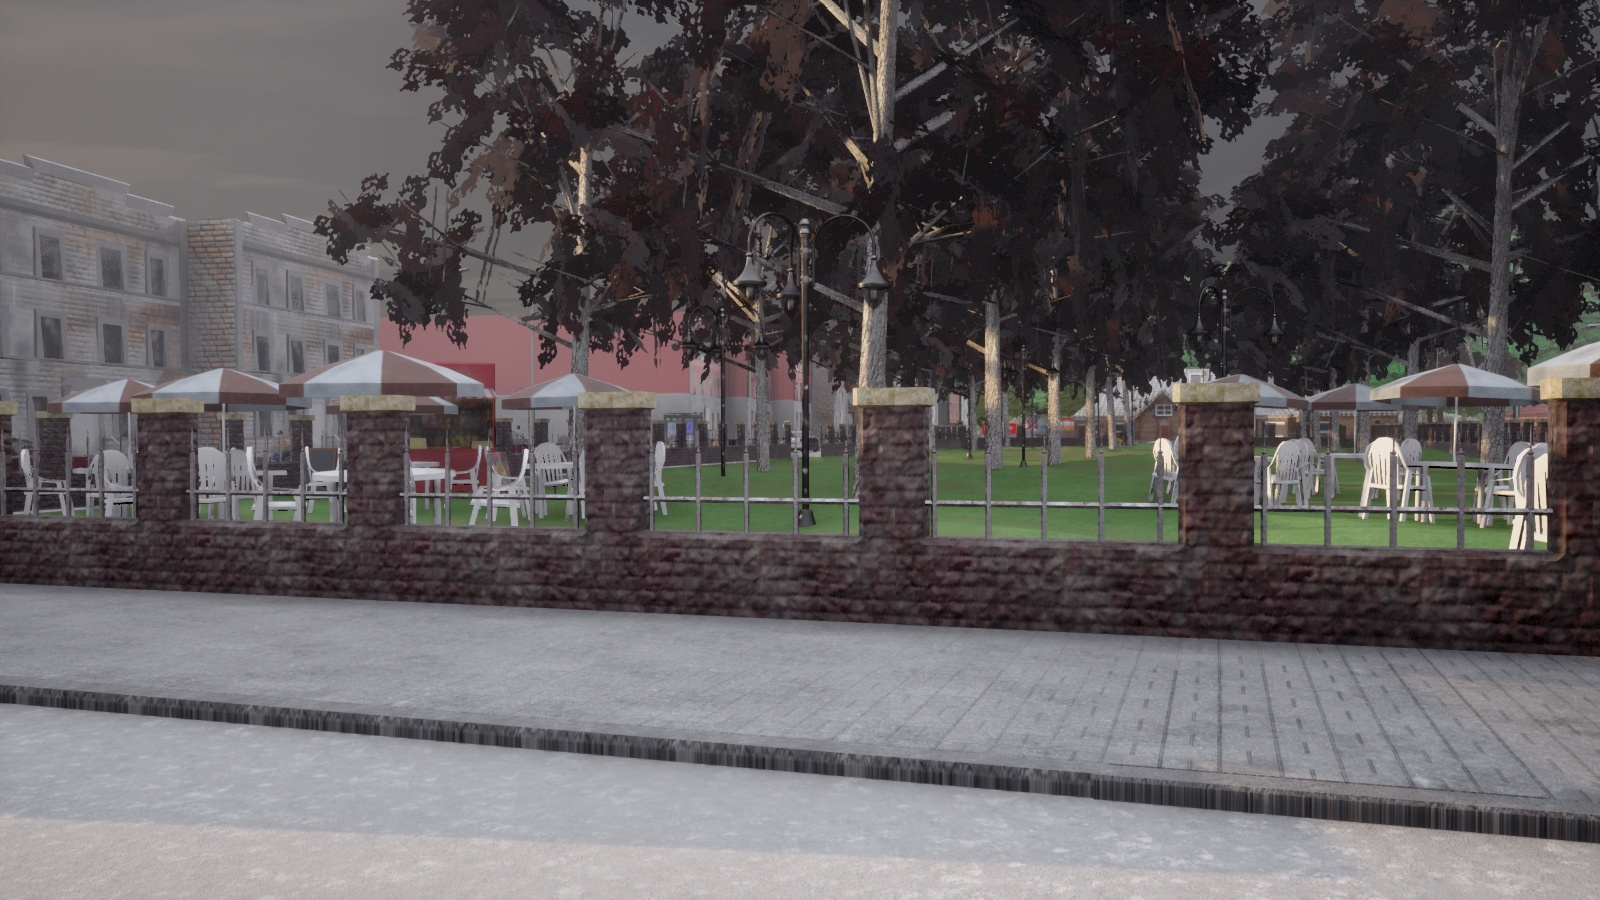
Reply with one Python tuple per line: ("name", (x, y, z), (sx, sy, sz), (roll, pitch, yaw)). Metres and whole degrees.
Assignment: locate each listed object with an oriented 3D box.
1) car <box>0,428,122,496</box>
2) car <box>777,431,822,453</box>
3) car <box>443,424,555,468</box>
("car", (-18.758, 0.261, 29.528), (1.882, 1.535, 5.008), (1, 1, 19))
("car", (-0.002, -0.583, 85.850), (1.970, 1.475, 3.806), (1, 1, 19))
("car", (-11.923, -0.176, 50.076), (2.242, 1.667, 4.611), (1, 1, 18))
